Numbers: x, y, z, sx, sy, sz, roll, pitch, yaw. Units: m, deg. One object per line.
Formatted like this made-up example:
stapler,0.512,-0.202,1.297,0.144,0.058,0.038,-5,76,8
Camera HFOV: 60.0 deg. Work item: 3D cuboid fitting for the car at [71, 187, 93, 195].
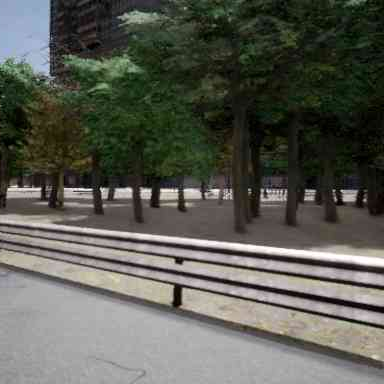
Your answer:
car,-19.110,-0.147,59.045,4.674,1.442,1.812,0,1,-2
